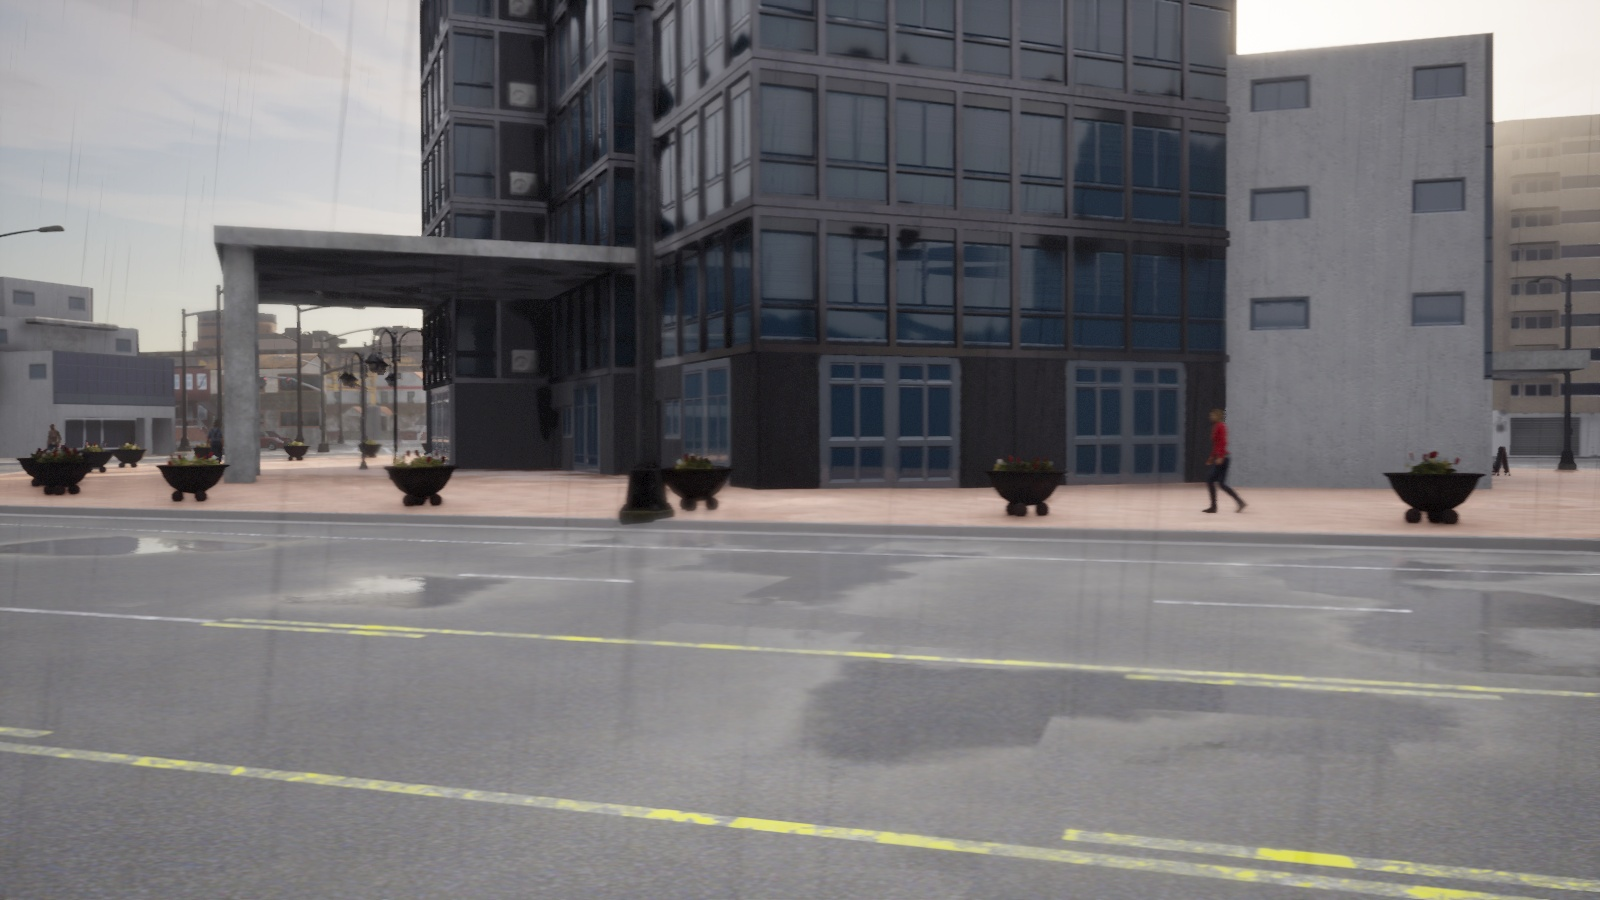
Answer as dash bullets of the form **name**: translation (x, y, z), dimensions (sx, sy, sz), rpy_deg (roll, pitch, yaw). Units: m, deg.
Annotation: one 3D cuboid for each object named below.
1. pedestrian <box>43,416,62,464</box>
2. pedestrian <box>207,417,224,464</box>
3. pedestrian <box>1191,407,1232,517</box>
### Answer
- **pedestrian**: translation (-28.464, -0.397, 47.804), dimensions (0.328, 1.805, 0.869), rpy_deg (0, 1, -9)
- **pedestrian**: translation (-22.926, -0.376, 49.274), dimensions (0.540, 1.848, 0.694), rpy_deg (0, 1, -20)
- **pedestrian**: translation (6.978, 0.198, 21.277), dimensions (0.636, 1.846, 0.331), rpy_deg (1, 1, 20)
